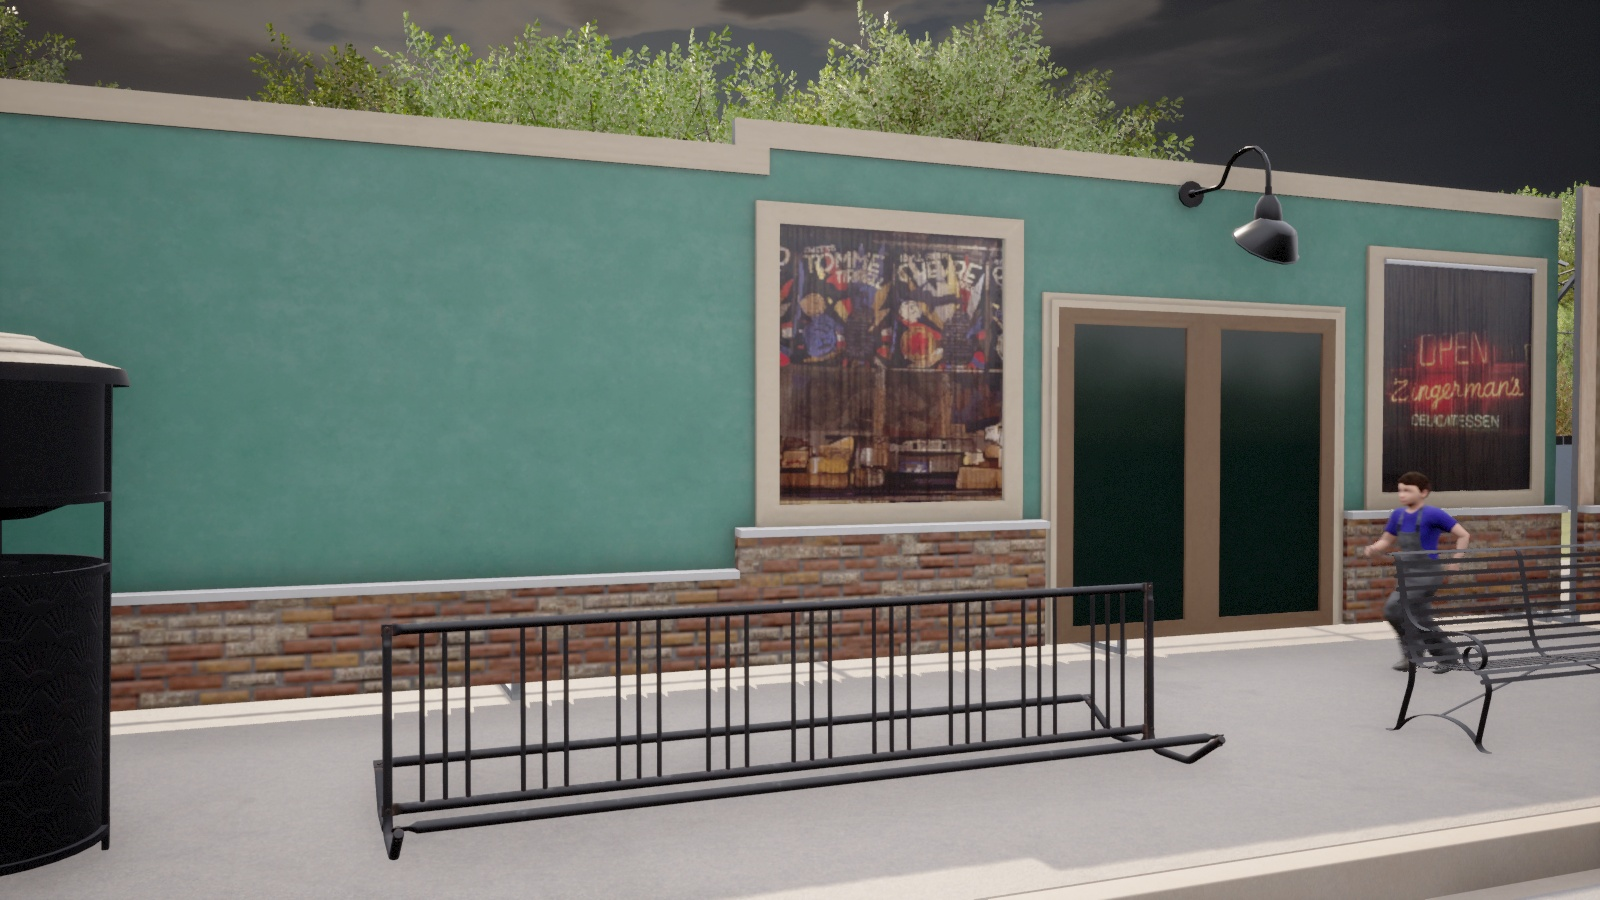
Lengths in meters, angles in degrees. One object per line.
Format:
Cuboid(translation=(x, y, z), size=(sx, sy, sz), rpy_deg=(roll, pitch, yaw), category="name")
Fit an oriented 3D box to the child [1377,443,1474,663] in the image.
Cuboid(translation=(3.699, 0.594, 7.434), size=(0.437, 1.263, 0.270), rpy_deg=(-1, 1, -13), category="child")
